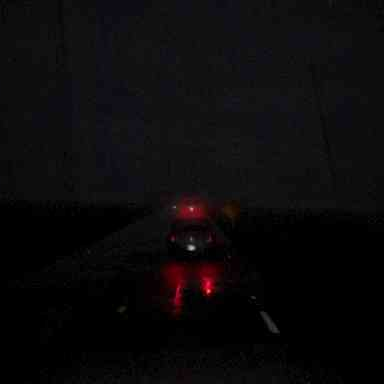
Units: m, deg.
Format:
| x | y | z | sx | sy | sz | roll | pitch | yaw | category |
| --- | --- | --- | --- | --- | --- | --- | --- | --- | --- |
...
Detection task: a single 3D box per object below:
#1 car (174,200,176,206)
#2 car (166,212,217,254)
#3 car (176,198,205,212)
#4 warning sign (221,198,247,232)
| x | y | z | sx | sy | sz | roll | pitch | yaw | category |
| --- | --- | --- | --- | --- | --- | --- | --- | --- | --- |
| -2.809 | 2.202 | 71.063 | 1.882 | 1.535 | 5.008 | 0 | -1 | 0 | car |
| -0.011 | 1.739 | 14.151 | 1.895 | 1.301 | 4.718 | 0 | -1 | 0 | car |
| -0.023 | 1.496 | 29.055 | 2.150 | 2.045 | 5.566 | 0 | 0 | 0 | car |
| 2.400 | 1.303 | 19.270 | 1.300 | 1.860 | 1.060 | -2 | -3 | 0 | warning sign |
